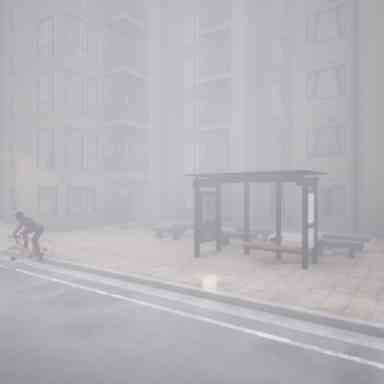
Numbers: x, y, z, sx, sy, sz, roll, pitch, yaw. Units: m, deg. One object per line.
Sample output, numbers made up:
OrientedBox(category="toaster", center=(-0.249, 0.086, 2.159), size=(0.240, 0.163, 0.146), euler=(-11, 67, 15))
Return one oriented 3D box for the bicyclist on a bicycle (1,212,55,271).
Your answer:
OrientedBox(category="bicyclist on a bicycle", center=(-4.851, 1.379, 9.816), size=(0.582, 1.620, 1.656), euler=(0, 7, 35))
